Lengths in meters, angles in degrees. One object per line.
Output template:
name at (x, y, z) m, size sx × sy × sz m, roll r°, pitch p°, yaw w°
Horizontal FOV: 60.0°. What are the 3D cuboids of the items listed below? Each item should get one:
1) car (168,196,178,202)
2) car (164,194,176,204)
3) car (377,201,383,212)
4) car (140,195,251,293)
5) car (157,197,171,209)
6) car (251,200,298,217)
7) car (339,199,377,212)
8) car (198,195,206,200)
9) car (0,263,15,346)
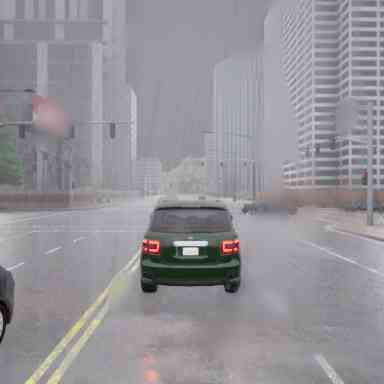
car at (-4.138, 1.540, 74.670) m, size 2.033 × 1.411 × 5.357 m, roll 0°, pitch 0°, yaw 0°
car at (-4.094, 1.350, 62.861) m, size 2.097 × 1.767 × 4.553 m, roll 0°, pitch 0°, yaw 0°
car at (22.129, 1.477, 33.907) m, size 5.008 × 1.535 × 1.882 m, roll 0°, pitch 0°, yaw -1°
car at (-0.022, 1.221, 9.003) m, size 2.150 × 2.045 × 5.566 m, roll 0°, pitch 0°, yaw 0°
car at (-3.829, 1.477, 46.139) m, size 1.882 × 1.535 × 5.008 m, roll 0°, pitch 0°, yaw -3°
car at (7.234, 1.477, 31.049) m, size 5.008 × 1.535 × 1.882 m, roll 0°, pitch 1°, yaw 19°
car at (19.460, 1.547, 37.372) m, size 5.357 × 1.411 × 2.033 m, roll 0°, pitch 0°, yaw -1°
car at (2.724, 1.500, 90.613) m, size 1.837 × 1.490 × 4.892 m, roll 0°, pitch 0°, yaw 0°
car at (-3.616, 1.505, 3.180) m, size 1.837 × 1.490 × 4.892 m, roll 0°, pitch 0°, yaw -1°
